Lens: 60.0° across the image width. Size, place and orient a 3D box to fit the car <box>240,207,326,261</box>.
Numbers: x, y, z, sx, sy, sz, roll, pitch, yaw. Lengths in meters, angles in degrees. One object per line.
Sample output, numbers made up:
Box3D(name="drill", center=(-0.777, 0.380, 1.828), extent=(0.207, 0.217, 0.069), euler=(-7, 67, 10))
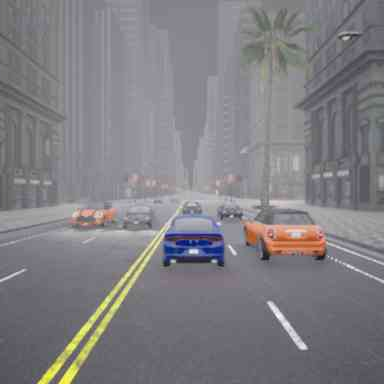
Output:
Box3D(name="car", center=(3.300, 1.400, 12.670), extent=(2.097, 1.767, 4.553), euler=(0, 0, 0))

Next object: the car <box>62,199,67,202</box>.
Box3D(name="car", center=(-29.322, 1.932, 84.327), extent=(5.009, 1.841, 2.192), euler=(-1, 1, 0))

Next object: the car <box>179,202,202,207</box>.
Box3D(name="car", center=(0.002, 1.643, 32.112), extent=(1.812, 1.442, 4.674), euler=(0, 0, 0))

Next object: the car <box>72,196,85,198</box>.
Box3D(name="car", center=(-24.066, 2.083, 75.801), extent=(4.829, 1.417, 1.752), euler=(-1, 1, 0))

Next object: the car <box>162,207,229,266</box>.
Box3D(name="car", center=(0.052, 1.523, 11.798), extent=(1.882, 1.535, 5.008), euler=(0, 0, 0))

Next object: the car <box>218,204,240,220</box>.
Box3D(name="car", center=(3.257, 1.710, 29.534), extent=(1.895, 1.301, 4.718), euler=(0, 0, 0))

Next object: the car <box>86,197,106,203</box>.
Box3D(name="car", center=(-24.232, 2.092, 84.329), extent=(4.507, 1.381, 1.887), euler=(-1, 1, 0))

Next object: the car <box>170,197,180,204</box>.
Box3D(name="car", center=(-3.450, 1.817, 67.661), extent=(2.033, 1.411, 5.357), euler=(0, 0, 0))

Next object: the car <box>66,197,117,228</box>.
Box3D(name="car", center=(-6.667, 1.439, 23.038), extent=(2.097, 1.767, 4.553), euler=(0, 0, 0))

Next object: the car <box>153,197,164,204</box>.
Box3D(name="car", center=(-6.700, 1.771, 67.651), extent=(2.033, 1.411, 5.357), euler=(0, 0, 0))

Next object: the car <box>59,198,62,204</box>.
Box3D(name="car", center=(-34.405, 2.268, 84.333), extent=(4.206, 1.307, 1.802), euler=(-1, 1, 0))

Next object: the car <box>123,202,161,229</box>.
Box3D(name="car", center=(-3.417, 1.611, 22.553), extent=(1.812, 1.442, 4.674), euler=(0, 0, 0))
